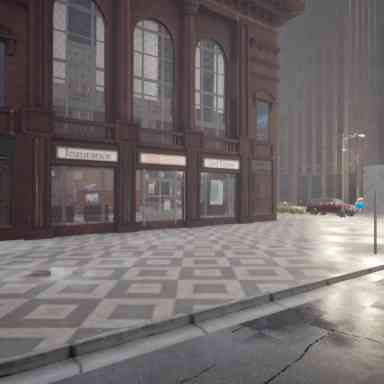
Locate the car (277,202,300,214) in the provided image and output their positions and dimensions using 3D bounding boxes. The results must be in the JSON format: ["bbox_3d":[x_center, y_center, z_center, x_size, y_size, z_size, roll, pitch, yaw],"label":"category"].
[{"bbox_3d":[10.842,1.800,38.074,1.752,1.417,4.829,0,0,-35],"label":"car"}]

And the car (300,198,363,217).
[{"bbox_3d":[13.986,1.524,33.620,2.192,1.841,5.009,0,0,-35],"label":"car"}]

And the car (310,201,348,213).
[{"bbox_3d":[17.704,1.899,43.138,1.802,1.307,4.206,-1,0,-35],"label":"car"}]
